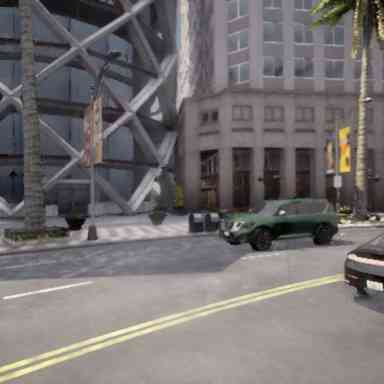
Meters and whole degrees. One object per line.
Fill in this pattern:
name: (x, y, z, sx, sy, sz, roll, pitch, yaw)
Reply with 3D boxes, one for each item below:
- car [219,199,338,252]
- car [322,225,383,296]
car: (3.914, 1.341, 14.729, 5.566, 2.045, 2.150, 0, -1, -25)
car: (5.499, 1.529, 7.402, 4.902, 1.511, 2.128, 0, -1, -30)
